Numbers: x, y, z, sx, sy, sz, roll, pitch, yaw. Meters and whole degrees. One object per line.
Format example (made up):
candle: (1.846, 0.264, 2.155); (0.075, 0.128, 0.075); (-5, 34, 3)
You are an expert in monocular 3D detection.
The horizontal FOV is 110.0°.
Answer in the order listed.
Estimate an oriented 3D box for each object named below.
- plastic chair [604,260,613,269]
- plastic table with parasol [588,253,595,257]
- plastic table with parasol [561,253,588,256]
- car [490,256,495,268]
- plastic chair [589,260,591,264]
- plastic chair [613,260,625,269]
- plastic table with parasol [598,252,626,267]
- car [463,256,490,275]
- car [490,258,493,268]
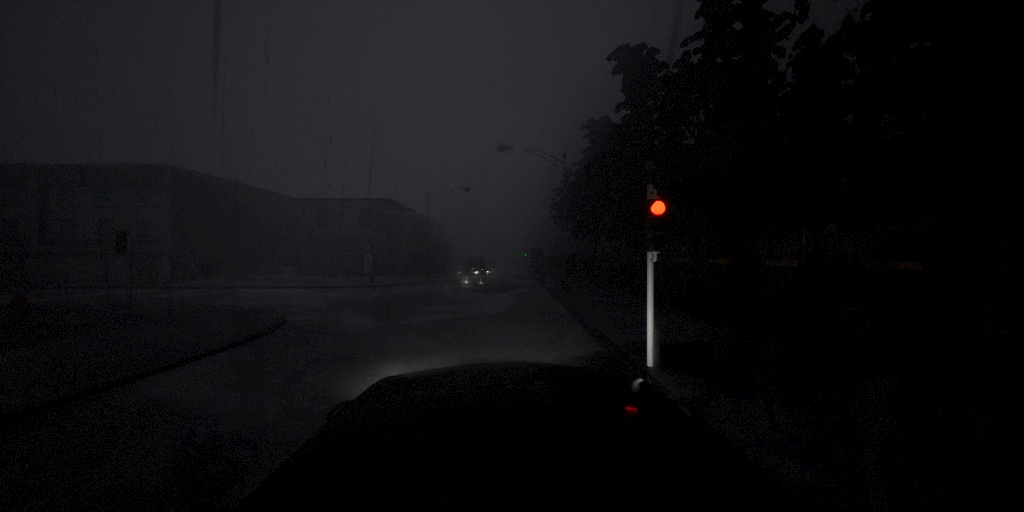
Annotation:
plastic chair: (14.359, 1.306, 54.193); (0.730, 1.272, 0.750); (0, 0, -35)
plastic table with parasol: (14.718, 0.673, 63.308); (2.482, 2.480, 2.482); (0, 0, -42)
plastic table with parasol: (10.016, 0.684, 57.837); (2.482, 2.480, 2.482); (0, 0, -40)
car: (-4.027, 0.971, 60.523); (2.150, 2.045, 5.566); (0, 0, 1)
plastic chair: (13.765, 1.304, 62.421); (0.730, 1.272, 0.750); (0, 0, -35)
plastic chair: (16.066, 1.296, 54.095); (0.750, 1.272, 0.730); (0, 0, -40)
plastic table with parasol: (15.334, 0.694, 55.094); (2.482, 2.480, 2.482); (0, 0, -40)
car: (-4.070, 0.971, 40.154); (2.150, 2.045, 5.566); (0, 0, 0)
car: (-4.056, 1.351, 50.331); (1.895, 1.301, 4.718); (0, 0, 0)
